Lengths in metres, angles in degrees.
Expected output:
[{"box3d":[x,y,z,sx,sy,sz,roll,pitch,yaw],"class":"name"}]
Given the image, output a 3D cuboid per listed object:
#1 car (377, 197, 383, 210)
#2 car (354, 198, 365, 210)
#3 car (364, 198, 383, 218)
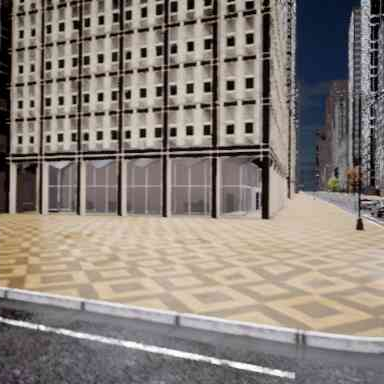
[{"box3d":[23.905,1.396,39.878,2.128,1.511,4.902,0,0,18],"class":"car"},{"box3d":[20.077,1.422,38.666,1.812,1.442,4.674,0,0,18],"class":"car"},{"box3d":[17.025,1.419,29.245,2.128,1.511,4.902,0,0,18],"class":"car"}]
